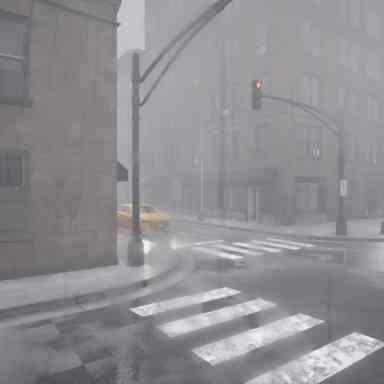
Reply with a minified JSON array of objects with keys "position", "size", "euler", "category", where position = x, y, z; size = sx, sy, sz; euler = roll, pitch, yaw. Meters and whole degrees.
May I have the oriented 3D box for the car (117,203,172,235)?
[{"position":[-2.939,1.382,18.388],"size":[1.882,1.535,5.008],"euler":[0,0,-34],"category":"car"}]
